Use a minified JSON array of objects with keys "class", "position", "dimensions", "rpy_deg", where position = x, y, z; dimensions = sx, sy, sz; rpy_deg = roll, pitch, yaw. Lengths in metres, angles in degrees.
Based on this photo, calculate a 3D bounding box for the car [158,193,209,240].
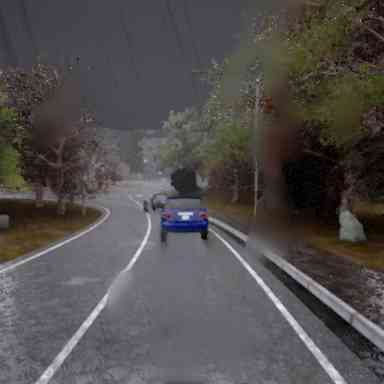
[{"class":"car","position":[-0.495,1.160,16.810],"dimensions":[2.150,2.045,5.566],"rpy_deg":[0,0,-5]}]

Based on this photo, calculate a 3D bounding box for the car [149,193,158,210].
[{"class":"car","position":[-3.325,0.893,35.239],"dimensions":[2.097,1.767,4.553],"rpy_deg":[-1,3,-12]}]
